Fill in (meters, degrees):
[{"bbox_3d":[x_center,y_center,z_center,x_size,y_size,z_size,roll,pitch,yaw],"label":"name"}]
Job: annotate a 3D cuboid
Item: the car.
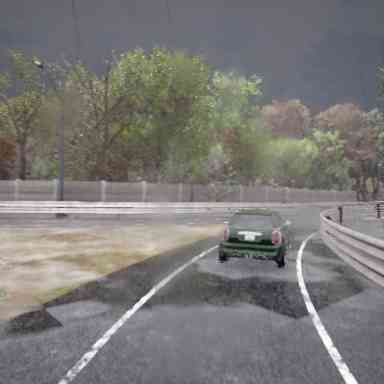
[{"bbox_3d":[2.475,1.425,12.128,2.097,1.767,4.553,1,0,20],"label":"car"}]
